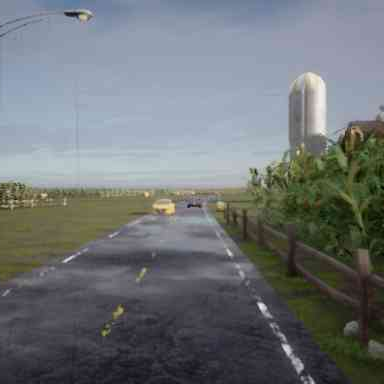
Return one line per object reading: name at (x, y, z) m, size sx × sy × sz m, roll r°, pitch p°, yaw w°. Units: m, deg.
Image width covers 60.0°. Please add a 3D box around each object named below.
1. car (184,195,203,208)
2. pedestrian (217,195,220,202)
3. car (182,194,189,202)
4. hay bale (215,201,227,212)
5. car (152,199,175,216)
car at (0.411, 1.540, 47.390) m, size 1.994 × 1.385 × 4.181 m, roll 0°, pitch 0°, yaw 3°
pedestrian at (2.989, 1.265, 38.558) m, size 0.375 × 1.860 × 0.375 m, roll 0°, pitch 1°, yaw -2°
car at (-1.112, 1.270, 74.125) m, size 2.097 × 1.767 × 4.553 m, roll 0°, pitch 0°, yaw 4°
hay bale at (3.269, 1.638, 37.276) m, size 1.220 × 1.180 × 1.240 m, roll 0°, pitch 1°, yaw 1°
car at (-2.758, 1.464, 32.548) m, size 1.882 × 1.535 × 5.008 m, roll 0°, pitch 0°, yaw 1°
